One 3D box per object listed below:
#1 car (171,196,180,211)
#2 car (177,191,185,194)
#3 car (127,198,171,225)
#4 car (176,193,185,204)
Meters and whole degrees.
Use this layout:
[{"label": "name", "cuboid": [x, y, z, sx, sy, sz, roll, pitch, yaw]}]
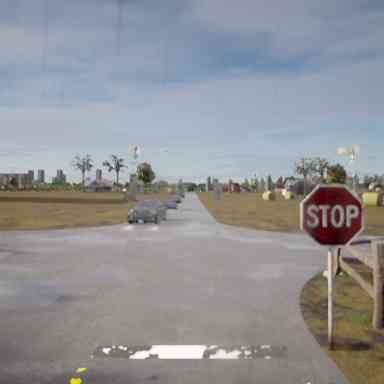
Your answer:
[{"label": "car", "cuboid": [-2.785, 1.497, 39.552, 1.994, 1.385, 4.181, 0, 0, 0]}, {"label": "car", "cuboid": [-2.819, 0.780, 82.438, 2.150, 2.045, 5.566, 0, 0, 0]}, {"label": "car", "cuboid": [-3.158, 1.335, 24.136, 2.097, 1.767, 4.553, 0, 0, 6]}, {"label": "car", "cuboid": [-2.800, 1.375, 58.805, 2.033, 1.411, 5.357, 0, 0, 0]}]
